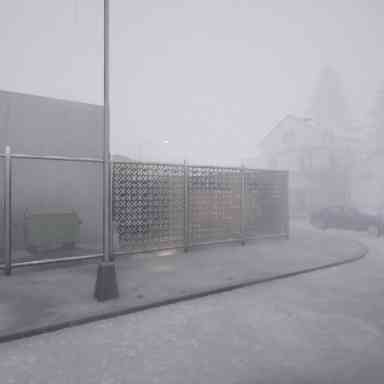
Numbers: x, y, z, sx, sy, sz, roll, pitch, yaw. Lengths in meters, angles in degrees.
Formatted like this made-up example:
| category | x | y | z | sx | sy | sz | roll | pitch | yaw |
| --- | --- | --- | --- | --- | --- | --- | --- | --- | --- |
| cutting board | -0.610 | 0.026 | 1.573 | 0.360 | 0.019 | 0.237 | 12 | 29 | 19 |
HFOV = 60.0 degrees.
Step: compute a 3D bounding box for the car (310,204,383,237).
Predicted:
| category | x | y | z | sx | sy | sz | roll | pitch | yaw |
| --- | --- | --- | --- | --- | --- | --- | --- | --- | --- |
| car | 8.967 | 1.478 | 18.413 | 1.882 | 1.535 | 5.008 | 0 | 0 | -32 |
